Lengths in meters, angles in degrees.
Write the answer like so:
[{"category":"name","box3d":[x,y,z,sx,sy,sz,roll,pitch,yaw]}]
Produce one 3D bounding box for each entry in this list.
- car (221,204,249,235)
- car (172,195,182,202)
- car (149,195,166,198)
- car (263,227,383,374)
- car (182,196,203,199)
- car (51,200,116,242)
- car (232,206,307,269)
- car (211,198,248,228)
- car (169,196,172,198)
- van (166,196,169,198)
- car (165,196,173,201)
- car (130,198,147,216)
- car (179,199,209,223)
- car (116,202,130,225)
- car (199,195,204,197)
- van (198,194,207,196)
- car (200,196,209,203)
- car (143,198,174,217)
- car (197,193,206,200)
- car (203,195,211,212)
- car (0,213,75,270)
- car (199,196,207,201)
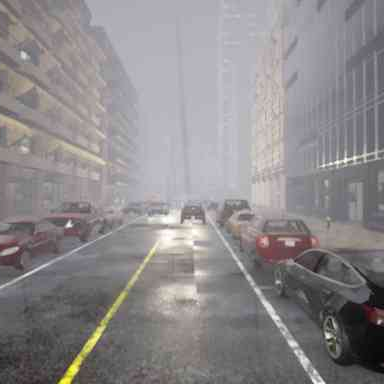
[{"category":"car","box3d":[2.701,1.537,16.872,1.752,1.417,4.829,1,0,0]},{"category":"car","box3d":[-3.018,1.523,73.535,1.812,1.442,4.674,0,0,0]},{"category":"car","box3d":[-5.650,1.348,49.889,2.192,1.841,5.009,1,0,0]},{"category":"car","box3d":[2.703,1.570,5.606,1.947,1.339,4.313,1,0,0]},{"category":"car","box3d":[0.037,1.576,42.342,2.033,1.411,5.357,0,0,1]},{"category":"car","box3d":[-5.642,1.327,16.608,2.192,1.841,5.009,1,0,0]},{"category":"car","box3d":[2.704,1.448,11.154,1.967,1.590,4.097,1,0,0]},{"category":"car","box3d":[2.704,1.331,22.249,2.192,1.841,5.009,1,0,0]},{"category":"car","box3d":[-5.659,1.625,66.529,1.802,1.307,4.206,1,0,0]},{"category":"van","box3d":[-5.653,1.381,60.982,1.690,1.788,3.998,1,0,0]},{"category":"car","box3d":[-5.663,1.634,83.169,1.802,1.307,4.206,1,0,0]},{"category":"car","box3d":[-5.651,1.589,33.249,1.947,1.339,4.313,1,0,0]},{"category":"car","box3d":[0.087,1.522,25.423,1.837,1.490,4.892,0,0,0]},{"category":"car","box3d":[-5.647,1.541,21.985,1.752,1.417,4.829,1,0,0]},{"category":"car","box3d":[2.689,1.621,61.084,1.802,1.307,4.206,1,0,0]},{"category":"van","box3d":[2.693,1.384,66.632,1.690,1.788,3.998,1,0,0]},{"category":"car","box3d":[2.687,1.590,72.179,1.887,1.381,4.507,1,0,0]},{"category":"car","box3d":[-3.108,1.569,32.035,2.033,1.411,5.357,0,0,0]},{"category":"car","box3d":[2.686,1.372,93.810,2.192,1.841,5.009,1,0,0]},{"category":"car","box3d":[2.697,1.467,38.893,1.967,1.590,4.097,1,0,0]},{"category":"car","box3d":[-5.646,1.590,11.061,1.802,1.307,4.206,1,0,0]},{"category":"car","box3d":[2.684,1.634,83.274,1.802,1.307,4.206,1,0,0]}]
